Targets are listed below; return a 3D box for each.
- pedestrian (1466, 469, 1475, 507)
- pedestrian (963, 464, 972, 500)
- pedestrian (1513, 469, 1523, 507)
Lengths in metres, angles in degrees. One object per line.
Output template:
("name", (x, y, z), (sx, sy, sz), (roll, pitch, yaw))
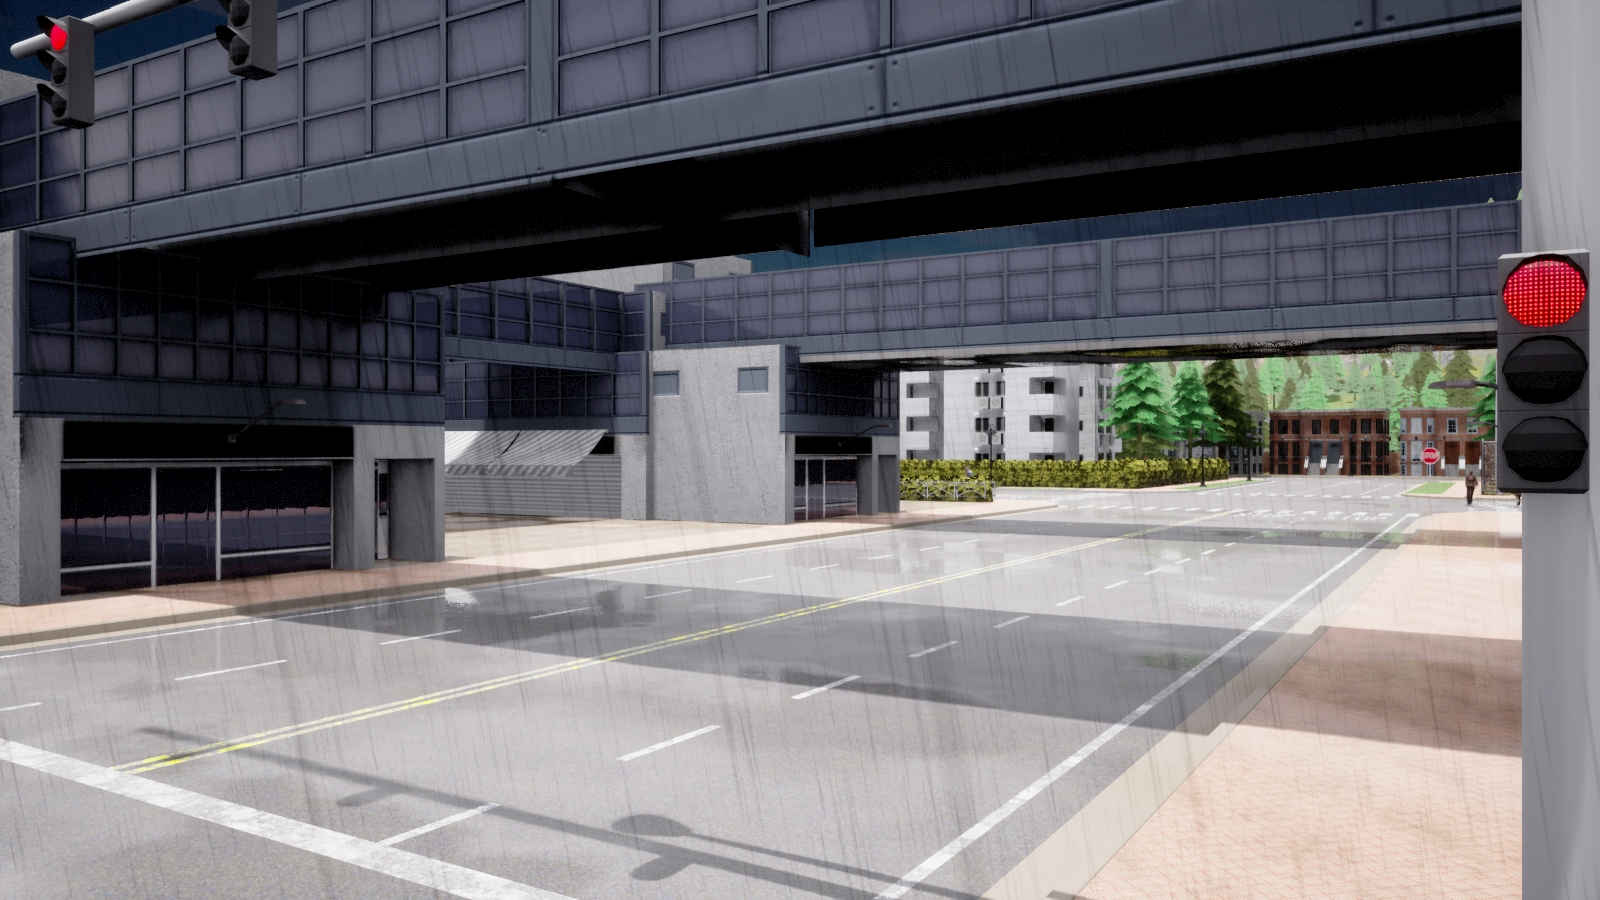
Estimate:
("pedestrian", (32.944, 1.849, 56.127), (0.375, 1.860, 0.375), (0, 0, 31))
("pedestrian", (8.856, 1.696, 60.364), (0.375, 1.860, 0.375), (0, 0, 31))
("pedestrian", (34.900, 1.848, 55.559), (0.375, 1.860, 0.375), (0, 0, 25))
